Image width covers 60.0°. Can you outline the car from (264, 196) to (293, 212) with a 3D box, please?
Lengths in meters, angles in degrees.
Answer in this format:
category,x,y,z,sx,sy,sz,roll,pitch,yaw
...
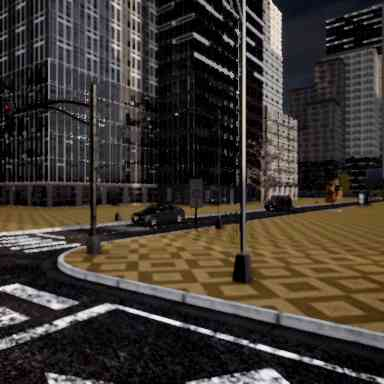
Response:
category,x,y,z,sx,sy,sz,roll,pitch,yaw
car,11.612,1.497,44.366,2.150,2.045,5.566,0,0,37

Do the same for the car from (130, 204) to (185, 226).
category,x,y,z,sx,sy,sz,roll,pitch,yaw
car,-2.525,1.674,25.293,1.837,1.490,4.892,0,0,36
